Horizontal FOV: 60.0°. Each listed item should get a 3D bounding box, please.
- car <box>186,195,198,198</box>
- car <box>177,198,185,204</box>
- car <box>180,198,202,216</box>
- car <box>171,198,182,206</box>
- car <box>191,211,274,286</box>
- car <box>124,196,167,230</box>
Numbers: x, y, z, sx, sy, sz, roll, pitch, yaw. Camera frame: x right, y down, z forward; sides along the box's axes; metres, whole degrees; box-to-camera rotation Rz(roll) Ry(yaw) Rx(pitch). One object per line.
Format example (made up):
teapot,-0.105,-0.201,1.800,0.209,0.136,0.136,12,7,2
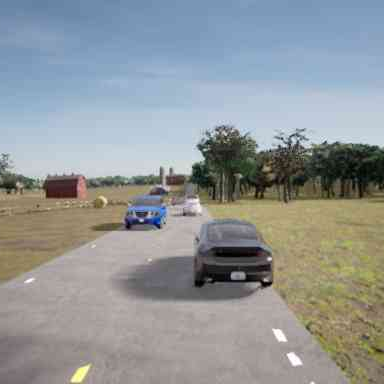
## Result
car,0.036,1.451,48.397,2.150,2.045,5.566,0,-1,1
car,-2.731,2.294,84.428,1.812,1.442,4.674,0,-1,0
car,0.063,1.623,34.110,1.812,1.442,4.674,0,0,0
car,-2.777,1.944,62.894,1.837,1.490,4.892,0,-1,1
car,0.963,1.513,9.365,1.837,1.490,4.892,0,0,0
car,-2.844,1.259,21.545,2.150,2.045,5.566,0,0,0
